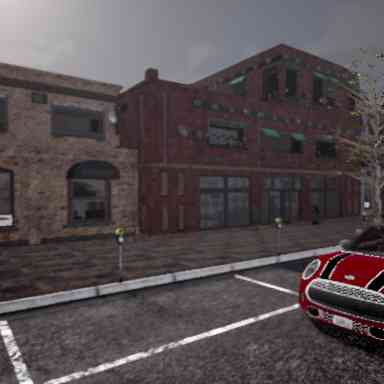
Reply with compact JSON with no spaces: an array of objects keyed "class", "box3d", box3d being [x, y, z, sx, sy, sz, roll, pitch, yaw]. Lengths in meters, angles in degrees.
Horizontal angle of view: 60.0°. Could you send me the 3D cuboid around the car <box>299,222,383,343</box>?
[{"class":"car","box3d":[4.097,1.369,6.317,4.553,1.767,2.097,0,0,-35]}]
